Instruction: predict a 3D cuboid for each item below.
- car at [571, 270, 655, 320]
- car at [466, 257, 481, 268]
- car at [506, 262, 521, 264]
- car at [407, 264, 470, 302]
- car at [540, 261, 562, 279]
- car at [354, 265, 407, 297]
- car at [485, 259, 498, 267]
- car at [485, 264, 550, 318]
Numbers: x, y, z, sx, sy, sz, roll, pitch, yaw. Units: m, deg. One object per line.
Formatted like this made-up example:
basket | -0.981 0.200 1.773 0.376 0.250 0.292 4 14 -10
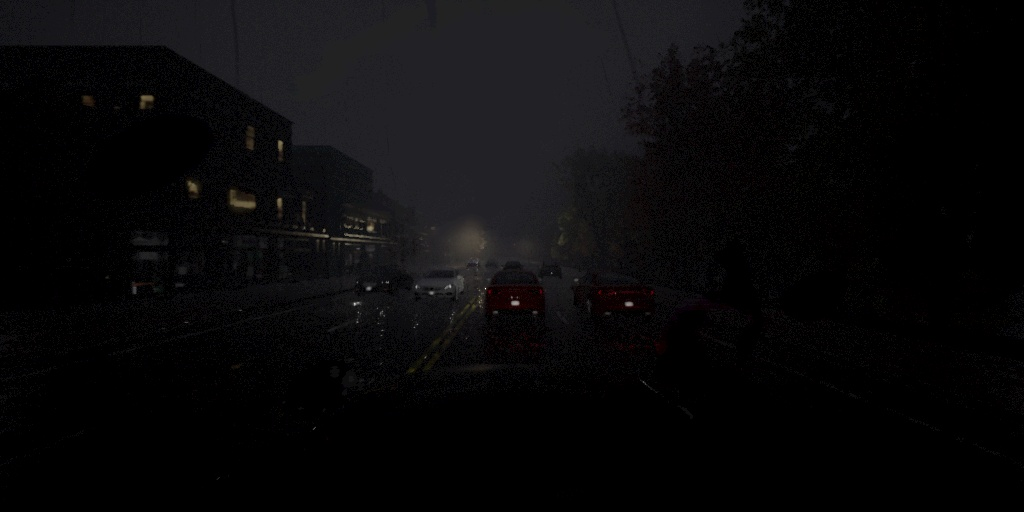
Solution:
car | 3.347 1.225 12.722 1.882 1.535 5.008 0 0 0
car | -6.553 1.086 61.087 2.097 1.767 4.553 0 0 0
car | 0.092 1.247 32.812 1.837 1.490 4.892 0 0 0
car | -3.353 1.272 17.276 1.812 1.442 4.674 0 0 0
car | 3.341 1.234 32.467 2.128 1.511 4.902 0 0 0
car | -6.603 1.237 18.993 2.128 1.511 4.902 0 0 0
car | -3.318 1.212 58.388 1.882 1.535 5.008 0 0 1
car | 0.097 1.225 12.928 1.882 1.535 5.008 0 0 0
